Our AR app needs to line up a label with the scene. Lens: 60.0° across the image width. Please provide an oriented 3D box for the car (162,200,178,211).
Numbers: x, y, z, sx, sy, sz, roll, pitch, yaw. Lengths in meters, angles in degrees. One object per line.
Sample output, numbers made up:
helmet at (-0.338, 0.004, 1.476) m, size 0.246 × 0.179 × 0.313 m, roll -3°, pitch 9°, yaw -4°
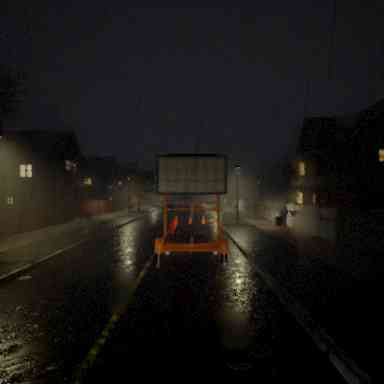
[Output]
car at (-2.835, 1.719, 43.560) m, size 2.033 × 1.411 × 5.357 m, roll 0°, pitch 0°, yaw 0°

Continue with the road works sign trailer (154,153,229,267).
road works sign trailer at (-0.002, 0.480, 11.446) m, size 2.380 × 3.560 × 2.880 m, roll 0°, pitch 0°, yaw 1°
